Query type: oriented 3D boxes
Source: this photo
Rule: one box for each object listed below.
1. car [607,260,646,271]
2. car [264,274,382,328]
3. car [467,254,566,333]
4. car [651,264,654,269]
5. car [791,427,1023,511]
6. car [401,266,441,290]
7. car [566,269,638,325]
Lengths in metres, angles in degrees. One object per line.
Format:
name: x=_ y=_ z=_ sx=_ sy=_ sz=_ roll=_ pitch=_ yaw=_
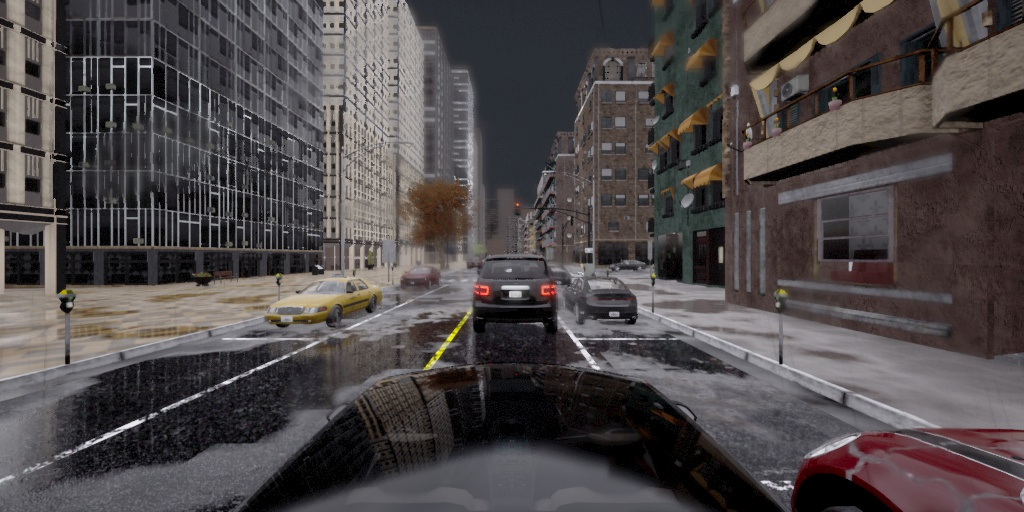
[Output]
car: x=13.466 y=1.109 z=42.098 sx=4.403 sy=1.370 sz=2.007 roll=0 pitch=0 yaw=-1
car: x=-5.685 y=1.276 z=11.462 sx=1.751 sy=1.417 sz=4.829 roll=0 pitch=0 yaw=0
car: x=0.097 y=0.972 z=10.904 sx=2.150 sy=2.045 sz=5.566 roll=0 pitch=0 yaw=0
car: x=18.863 y=1.006 z=42.149 sx=4.829 sy=1.417 sz=1.751 roll=0 pitch=0 yaw=-1
car: x=2.686 y=1.190 z=0.560 sx=1.967 sy=1.591 sz=4.097 roll=0 pitch=0 yaw=0
car: x=-5.676 y=1.299 z=22.698 sx=1.888 sy=1.381 sz=4.507 roll=0 pitch=0 yaw=0
car: x=2.696 y=1.301 z=11.625 sx=2.007 sy=1.370 sz=4.403 roll=0 pitch=0 yaw=0
